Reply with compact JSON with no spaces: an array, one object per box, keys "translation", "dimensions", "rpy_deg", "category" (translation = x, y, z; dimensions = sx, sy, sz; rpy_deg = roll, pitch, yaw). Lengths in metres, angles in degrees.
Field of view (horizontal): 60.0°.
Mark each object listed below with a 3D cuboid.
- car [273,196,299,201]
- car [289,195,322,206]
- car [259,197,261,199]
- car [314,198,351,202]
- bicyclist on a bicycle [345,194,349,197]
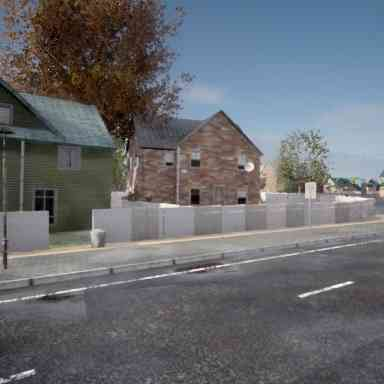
[{"translation":[12.925,1.009,46.171],"dimensions":[1.882,1.535,5.008],"rpy_deg":[1,0,-20],"category":"car"},{"translation":[15.838,1.201,46.694],"dimensions":[1.895,1.301,4.718],"rpy_deg":[1,0,-19],"category":"car"},{"translation":[9.618,0.977,55.495],"dimensions":[1.895,1.301,4.718],"rpy_deg":[1,0,-19],"category":"car"},{"translation":[16.238,1.189,36.844],"dimensions":[1.837,1.490,4.892],"rpy_deg":[1,1,-20],"category":"car"},{"translation":[20.153,1.035,43.350],"dimensions":[1.656,1.620,0.582],"rpy_deg":[1,0,-20],"category":"bicyclist on a bicycle"}]
